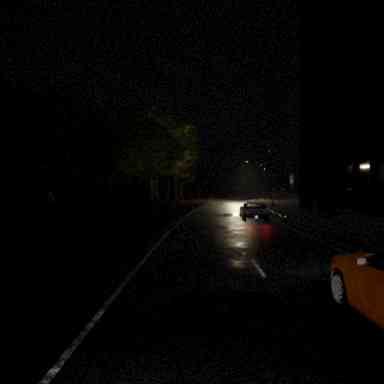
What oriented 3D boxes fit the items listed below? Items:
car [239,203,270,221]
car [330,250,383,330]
[{"bbox_3d":[4.697,1.458,25.536,1.895,1.301,4.718,0,0,4],"label":"car"},{"bbox_3d":[3.689,1.456,4.751,1.882,1.535,5.008,0,0,1],"label":"car"}]
